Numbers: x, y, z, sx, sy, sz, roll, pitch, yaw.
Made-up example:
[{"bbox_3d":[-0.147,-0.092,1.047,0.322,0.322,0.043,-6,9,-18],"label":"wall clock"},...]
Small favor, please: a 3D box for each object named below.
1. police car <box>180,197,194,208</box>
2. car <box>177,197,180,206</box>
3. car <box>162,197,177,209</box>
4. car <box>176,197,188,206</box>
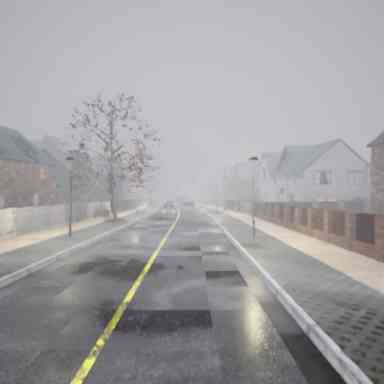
[{"bbox_3d":[-0.673,2.065,62.169,1.930,1.638,5.238,0,-1,-5],"label":"police car"},{"bbox_3d":[-1.675,2.330,72.071,1.812,1.442,4.674,0,-1,-7],"label":"car"},{"bbox_3d":[-3.702,2.036,53.983,1.837,1.490,4.892,0,-1,-3],"label":"car"},{"bbox_3d":[-2.413,2.136,78.099,2.150,2.045,5.566,0,-1,-7],"label":"car"}]
